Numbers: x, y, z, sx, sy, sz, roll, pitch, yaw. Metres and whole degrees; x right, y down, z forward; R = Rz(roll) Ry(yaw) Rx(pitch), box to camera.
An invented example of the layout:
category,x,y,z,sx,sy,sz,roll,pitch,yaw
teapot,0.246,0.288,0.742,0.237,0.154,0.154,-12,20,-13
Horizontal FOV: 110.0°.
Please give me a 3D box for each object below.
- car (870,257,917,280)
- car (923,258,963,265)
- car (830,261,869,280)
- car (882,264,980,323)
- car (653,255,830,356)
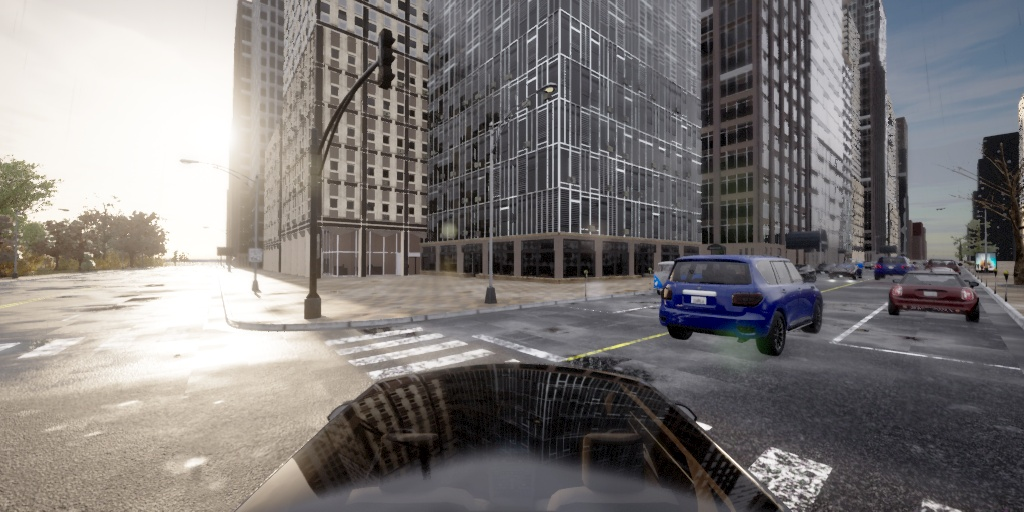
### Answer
category,x,y,z,sx,sy,sz,roll,pitch,yaw
car,33.514,1.066,31.369,5.566,2.045,2.150,0,0,-38
car,36.516,1.144,30.431,5.009,1.841,2.192,0,0,-39
car,31.252,1.413,33.490,5.357,1.411,2.033,0,-1,-39
car,14.534,1.211,12.382,4.097,1.591,1.967,0,0,-39
car,5.867,0.995,8.963,5.566,2.045,2.150,0,0,-39
